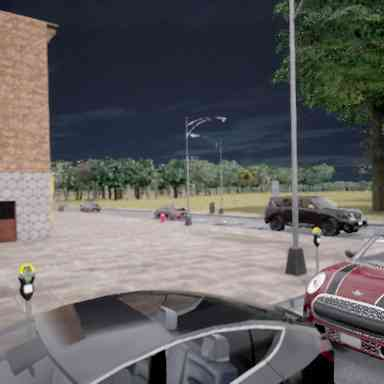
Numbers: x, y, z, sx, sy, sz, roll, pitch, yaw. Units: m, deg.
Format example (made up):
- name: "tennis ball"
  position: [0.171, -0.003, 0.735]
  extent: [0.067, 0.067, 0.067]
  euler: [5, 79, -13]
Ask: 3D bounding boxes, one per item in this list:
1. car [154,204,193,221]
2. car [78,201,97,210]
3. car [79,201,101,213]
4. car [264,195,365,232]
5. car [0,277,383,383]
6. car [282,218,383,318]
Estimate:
- name: "car"
  position: [-1.763, 1.830, 29.960]
  extent: [1.994, 1.385, 4.181]
  euler: [-2, 0, -35]
- name: "car"
  position: [-18.380, 2.346, 58.349]
  extent: [1.837, 1.490, 4.892]
  euler: [-2, -1, -35]
- name: "car"
  position: [-14.709, 2.278, 48.279]
  extent: [1.994, 1.385, 4.181]
  euler: [-2, 0, -35]
- name: "car"
  position: [6.522, 1.211, 18.314]
  extent: [2.150, 2.045, 5.566]
  euler: [-2, 0, -36]
- name: "car"
  position: [-0.765, 1.558, 2.276]
  extent: [4.313, 1.339, 1.947]
  euler: [-1, 0, -36]
- name: "car"
  position: [3.655, 1.356, 5.435]
  extent: [4.097, 1.590, 1.967]
  euler: [-1, 0, -36]
